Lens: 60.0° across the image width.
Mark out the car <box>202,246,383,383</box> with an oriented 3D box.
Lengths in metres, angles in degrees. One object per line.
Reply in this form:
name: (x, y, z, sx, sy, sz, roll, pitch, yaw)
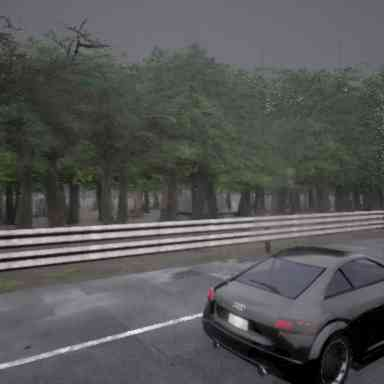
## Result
car: (2.211, 1.588, 5.287, 4.181, 1.385, 1.994, 0, 0, -35)
